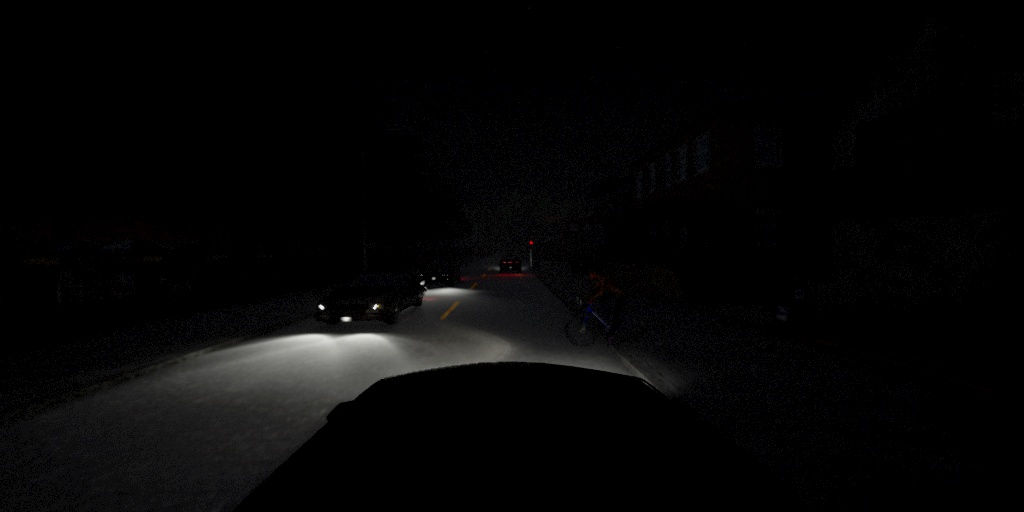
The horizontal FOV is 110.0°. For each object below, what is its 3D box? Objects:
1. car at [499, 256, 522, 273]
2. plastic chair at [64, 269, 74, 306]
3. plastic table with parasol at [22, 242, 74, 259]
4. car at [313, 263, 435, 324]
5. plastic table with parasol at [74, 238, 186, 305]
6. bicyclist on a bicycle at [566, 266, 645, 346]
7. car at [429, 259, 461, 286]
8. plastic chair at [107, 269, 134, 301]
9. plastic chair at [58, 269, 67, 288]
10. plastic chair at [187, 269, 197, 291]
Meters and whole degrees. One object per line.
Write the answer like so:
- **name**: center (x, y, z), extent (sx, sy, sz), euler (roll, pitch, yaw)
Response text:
- **car**: center (-0.141, 0.705, 31.995), extent (2.128, 1.511, 4.902), euler (0, 1, -1)
- **plastic chair**: center (-15.069, 1.179, 12.679), extent (0.730, 1.272, 0.750), euler (0, 0, -40)
- **plastic table with parasol**: center (-19.397, 0.572, 16.121), extent (2.482, 2.480, 2.482), euler (0, 0, -40)
- **car**: center (-4.172, 1.150, 11.634), extent (2.033, 1.411, 5.357), euler (0, 1, 0)
- **plastic table with parasol**: center (-14.055, 0.573, 13.426), extent (2.482, 2.480, 2.482), euler (0, 0, -41)
- **bicyclist on a bicycle**: center (1.885, 1.019, 7.371), extent (1.656, 1.620, 0.582), euler (-6, 1, 0)
- **car**: center (-4.247, 0.928, 21.773), extent (1.837, 1.490, 4.892), euler (0, 1, 0)
- **plastic chair**: center (-13.292, 1.190, 12.407), extent (0.750, 1.272, 0.730), euler (0, 0, -39)
- **plastic chair**: center (-18.644, 1.183, 15.096), extent (0.750, 1.272, 0.730), euler (0, 0, -40)
- **plastic chair**: center (-13.089, 1.181, 14.334), extent (0.730, 1.272, 0.750), euler (0, 0, -35)
